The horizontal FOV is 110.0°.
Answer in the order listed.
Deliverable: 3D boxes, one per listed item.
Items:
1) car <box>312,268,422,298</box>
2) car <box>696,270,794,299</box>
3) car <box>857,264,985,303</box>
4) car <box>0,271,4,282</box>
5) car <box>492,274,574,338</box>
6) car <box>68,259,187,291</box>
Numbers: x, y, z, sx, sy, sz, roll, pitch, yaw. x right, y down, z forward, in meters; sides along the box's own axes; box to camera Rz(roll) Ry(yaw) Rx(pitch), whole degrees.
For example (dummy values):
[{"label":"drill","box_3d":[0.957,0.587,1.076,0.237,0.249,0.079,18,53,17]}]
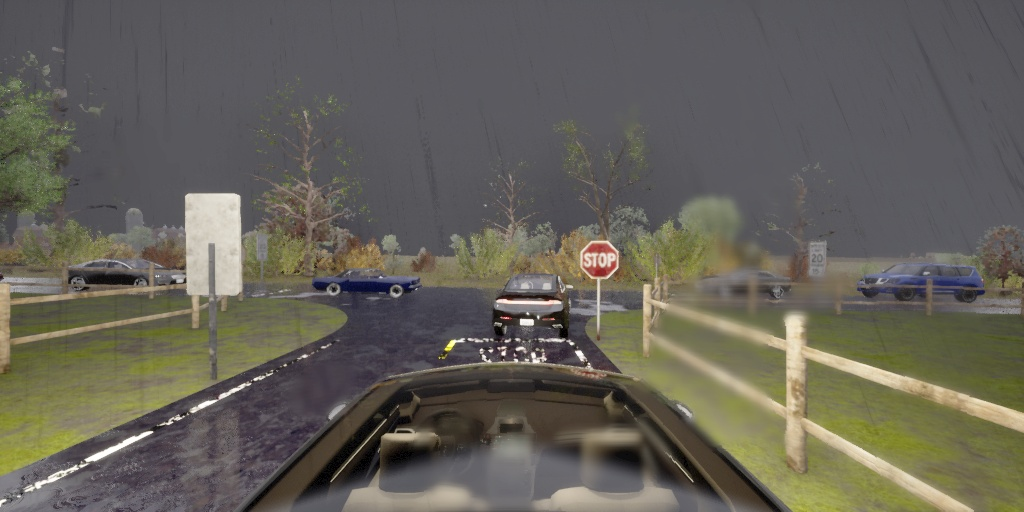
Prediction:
[{"label":"car","box_3d":[-6.813,1.249,17.293,4.718,1.301,1.895,1,1,0]},{"label":"car","box_3d":[13.014,1.526,20.209,4.902,1.511,2.128,1,1,0]},{"label":"car","box_3d":[22.910,1.467,20.192,5.566,2.045,2.150,1,1,0]},{"label":"car","box_3d":[-27.785,0.718,17.330,4.674,1.442,1.812,1,1,0]},{"label":"car","box_3d":[0.711,1.240,10.257,2.128,1.511,4.902,0,0,9]},{"label":"car","box_3d":[-18.481,0.886,17.317,4.902,1.511,2.128,1,1,0]}]
